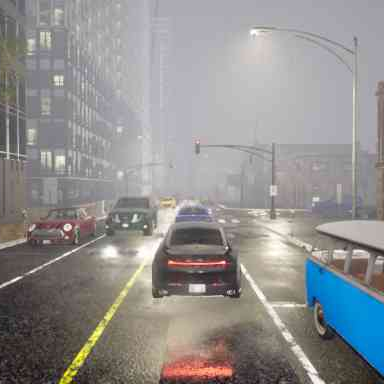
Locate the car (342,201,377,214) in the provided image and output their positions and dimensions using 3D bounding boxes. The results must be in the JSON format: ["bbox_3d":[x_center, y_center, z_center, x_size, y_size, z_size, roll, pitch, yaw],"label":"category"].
[{"bbox_3d":[16.382,1.793,29.957,4.313,1.339,1.947,1,0,1],"label":"car"}]

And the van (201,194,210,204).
[{"bbox_3d":[2.599,1.326,64.251,1.690,1.788,3.998,-1,0,0],"label":"van"}]

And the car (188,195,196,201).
[{"bbox_3d":[-0.093,1.481,79.533,1.837,1.490,4.892,0,0,0],"label":"car"}]

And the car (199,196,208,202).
[{"bbox_3d":[2.590,1.565,75.539,1.802,1.307,4.206,-1,0,0],"label":"car"}]

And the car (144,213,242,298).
[{"bbox_3d":[0.088,1.502,8.468,1.837,1.490,4.892,0,0,0],"label":"car"}]

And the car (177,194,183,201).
[{"bbox_3d":[-3.149,1.477,57.232,2.128,1.511,4.902,0,0,0],"label":"car"}]

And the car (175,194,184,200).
[{"bbox_3d":[-3.099,1.310,84.554,2.128,1.511,4.902,0,0,0],"label":"car"}]

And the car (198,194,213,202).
[{"bbox_3d":[2.608,1.426,58.607,1.967,1.590,4.097,-1,0,0],"label":"car"}]

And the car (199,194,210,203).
[{"bbox_3d":[2.592,1.299,69.895,2.192,1.841,5.009,-1,0,0],"label":"car"}]

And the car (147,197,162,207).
[{"bbox_3d":[-5.902,1.512,52.838,1.752,1.417,4.829,-1,0,0],"label":"car"}]

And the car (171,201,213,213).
[{"bbox_3d":[0.070,1.472,17.956,1.882,1.535,5.008,0,0,0],"label":"car"}]

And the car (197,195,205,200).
[{"bbox_3d":[2.570,1.532,92.471,2.008,1.369,4.403,-1,0,0],"label":"car"}]

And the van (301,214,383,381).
[{"bbox_3d":[2.669,1.340,3.986,1.690,1.788,3.998,-1,0,0],"label":"van"}]

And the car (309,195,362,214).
[{"bbox_3d":[15.507,1.349,35.749,5.566,2.045,2.150,1,1,1],"label":"car"}]

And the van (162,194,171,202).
[{"bbox_3d":[-5.761,1.324,75.584,1.690,1.788,3.998,-1,0,0],"label":"van"}]

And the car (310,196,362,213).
[{"bbox_3d":[16.481,1.411,38.334,5.009,1.841,2.192,1,0,1],"label":"car"}]

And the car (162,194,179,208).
[{"bbox_3d":[-3.150,1.466,44.379,1.882,1.535,5.008,0,0,0],"label":"car"}]

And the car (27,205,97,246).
[{"bbox_3d":[-5.722,1.436,15.060,1.967,1.590,4.097,-1,0,0],"label":"car"}]

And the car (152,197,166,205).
[{"bbox_3d":[-5.737,1.552,58.651,1.947,1.339,4.313,-1,0,0],"label":"car"}]

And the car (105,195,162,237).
[{"bbox_3d":[-3.124,1.218,18.360,2.150,2.045,5.566,0,0,0],"label":"car"}]

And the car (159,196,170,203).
[{"bbox_3d":[-5.750,1.550,69.940,1.947,1.339,4.313,-1,0,0],"label":"car"}]
